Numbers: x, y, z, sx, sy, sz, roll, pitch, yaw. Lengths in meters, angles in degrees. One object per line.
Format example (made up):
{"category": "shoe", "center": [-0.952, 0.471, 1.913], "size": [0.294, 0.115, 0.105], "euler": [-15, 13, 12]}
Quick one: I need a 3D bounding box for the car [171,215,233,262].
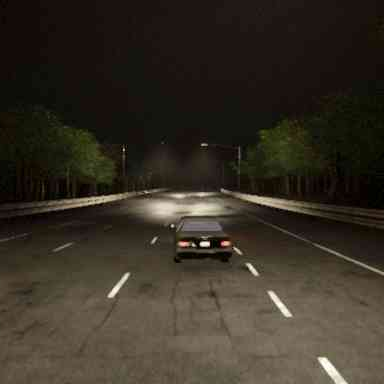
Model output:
{"category": "car", "center": [0.240, 1.541, 12.062], "size": [2.033, 1.411, 5.357], "euler": [0, 0, -3]}
